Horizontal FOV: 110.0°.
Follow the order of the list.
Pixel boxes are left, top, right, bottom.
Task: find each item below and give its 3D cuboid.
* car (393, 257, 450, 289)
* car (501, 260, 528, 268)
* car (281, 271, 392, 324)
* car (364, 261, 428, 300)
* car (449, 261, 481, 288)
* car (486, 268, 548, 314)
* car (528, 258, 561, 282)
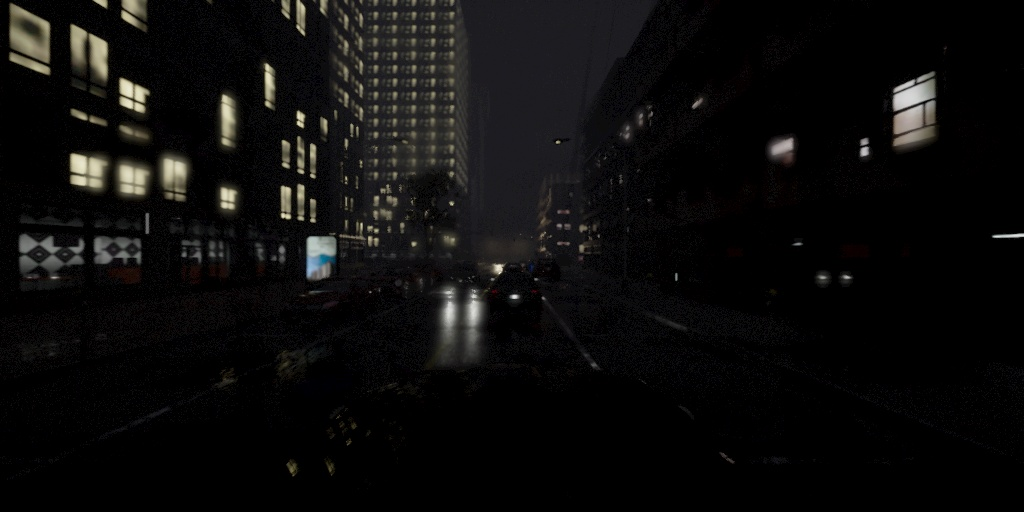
[{"bbox_3d":[-5.691,1.064,22.977,2.192,1.841,5.009,0,0,0],"label":"car"},{"bbox_3d":[0.094,1.276,29.572,1.812,1.442,4.674,0,0,0],"label":"car"},{"bbox_3d":[-5.691,1.331,11.875,1.802,1.307,4.207,0,0,0],"label":"car"},{"bbox_3d":[-5.691,1.189,17.426,1.967,1.591,4.097,0,0,0],"label":"car"},{"bbox_3d":[-3.102,1.255,23.985,1.837,1.490,4.892,0,0,0],"label":"car"},{"bbox_3d":[0.093,1.313,13.764,1.994,1.385,4.181,0,0,0],"label":"car"},{"bbox_3d":[2.689,1.065,28.529,2.192,1.841,5.009,0,0,0],"label":"car"}]
